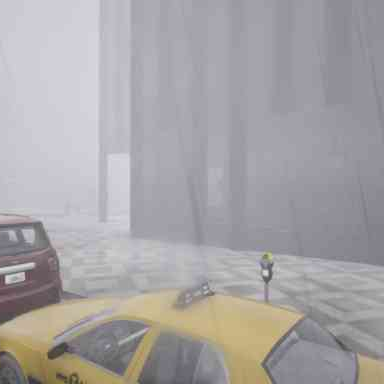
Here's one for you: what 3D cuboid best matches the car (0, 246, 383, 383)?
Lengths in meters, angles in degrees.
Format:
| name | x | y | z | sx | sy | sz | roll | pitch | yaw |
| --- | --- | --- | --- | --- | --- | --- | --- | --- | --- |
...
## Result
| name | x | y | z | sx | sy | sz | roll | pitch | yaw |
| --- | --- | --- | --- | --- | --- | --- | --- | --- | --- |
| car | -0.191 | 1.525 | 3.099 | 4.829 | 1.417 | 1.752 | 0 | 0 | 36 |

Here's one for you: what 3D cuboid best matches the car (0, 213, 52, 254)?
| name | x | y | z | sx | sy | sz | roll | pitch | yaw |
| --- | --- | --- | --- | --- | --- | --- | --- | --- | --- |
| car | -4.466 | 1.313 | 6.155 | 5.009 | 1.841 | 2.192 | 0 | 0 | 36 |
